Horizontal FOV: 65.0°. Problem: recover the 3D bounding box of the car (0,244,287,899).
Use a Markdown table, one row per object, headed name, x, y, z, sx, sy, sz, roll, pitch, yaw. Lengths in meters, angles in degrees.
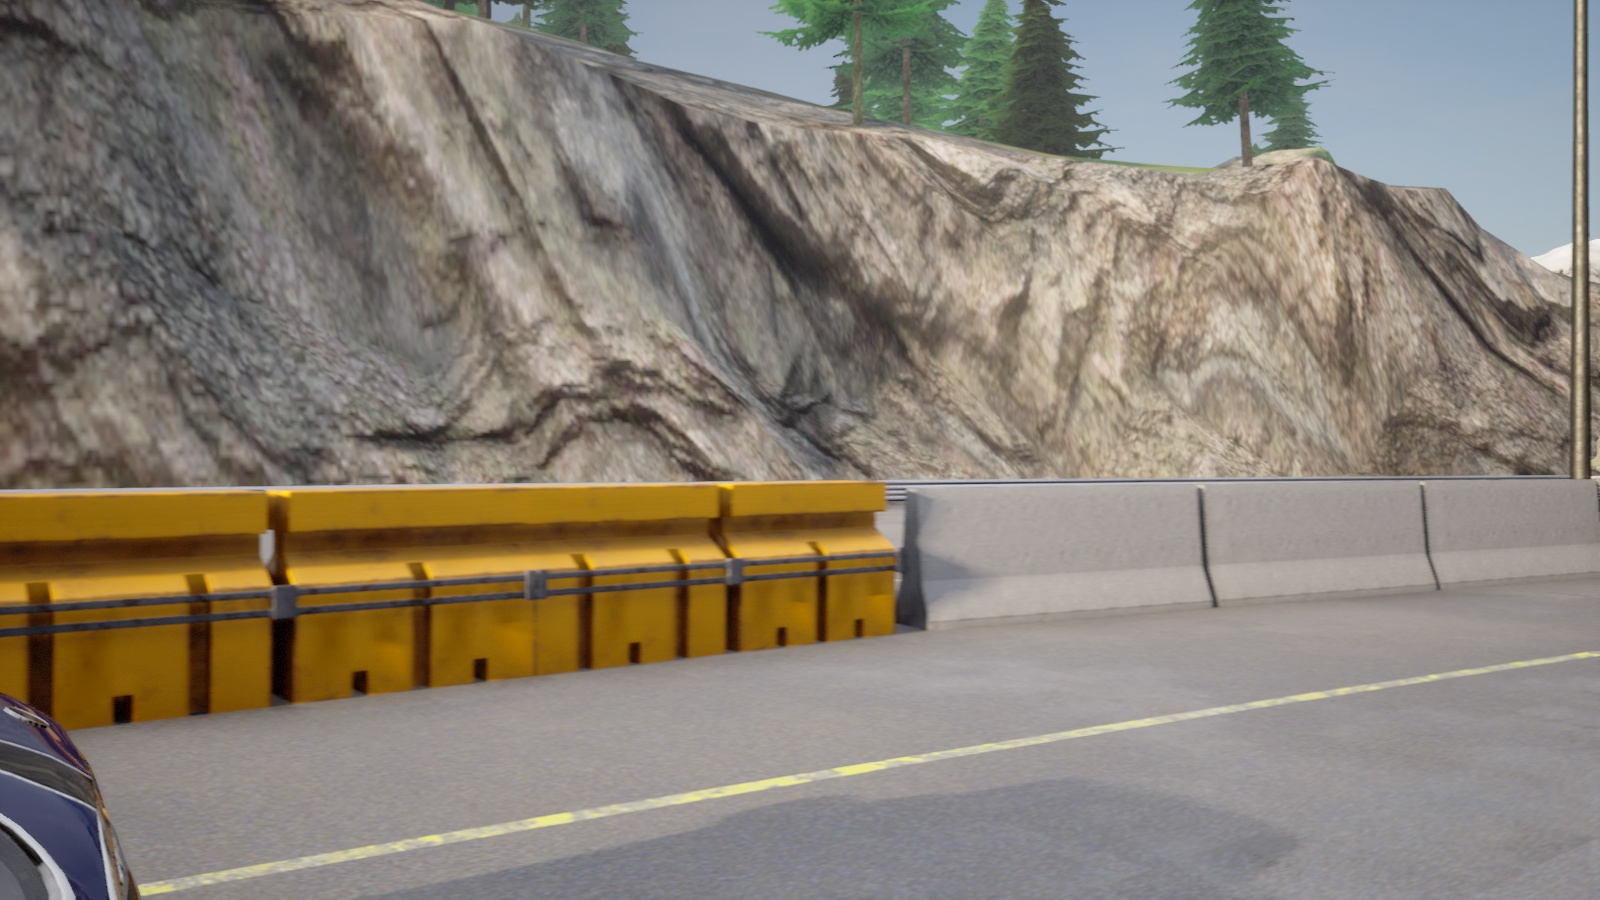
| name | x | y | z | sx | sy | sz | roll | pitch | yaw |
| --- | --- | --- | --- | --- | --- | --- | --- | --- | --- |
| car | -3.230 | 0.613 | 1.413 | 4.553 | 1.767 | 2.097 | 0 | 0 | -36 |
